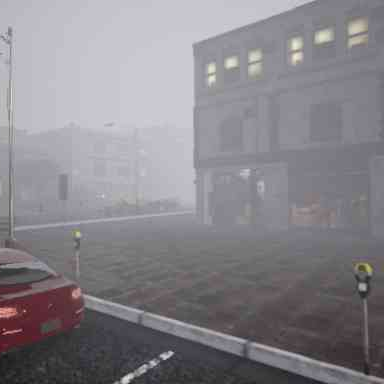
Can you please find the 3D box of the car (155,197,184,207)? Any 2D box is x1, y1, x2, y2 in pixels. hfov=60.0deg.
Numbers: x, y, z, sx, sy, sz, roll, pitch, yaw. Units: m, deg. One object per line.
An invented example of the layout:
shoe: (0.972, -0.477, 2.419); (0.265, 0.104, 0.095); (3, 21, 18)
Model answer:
car: (-3.135, 1.359, 47.457); (1.802, 1.307, 4.206); (-1, 0, 36)

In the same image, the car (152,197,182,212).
car: (-2.861, 1.266, 33.577); (2.008, 1.369, 4.403); (-1, 0, 36)

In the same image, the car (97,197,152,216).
car: (-6.013, 1.291, 29.238); (1.752, 1.417, 4.829); (-1, 0, 36)

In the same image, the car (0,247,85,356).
car: (-3.525, 1.597, 5.548); (4.206, 1.307, 1.802); (0, -1, 35)

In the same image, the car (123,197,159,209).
car: (-6.487, 1.356, 42.842); (1.752, 1.417, 4.829); (-1, 0, 36)
